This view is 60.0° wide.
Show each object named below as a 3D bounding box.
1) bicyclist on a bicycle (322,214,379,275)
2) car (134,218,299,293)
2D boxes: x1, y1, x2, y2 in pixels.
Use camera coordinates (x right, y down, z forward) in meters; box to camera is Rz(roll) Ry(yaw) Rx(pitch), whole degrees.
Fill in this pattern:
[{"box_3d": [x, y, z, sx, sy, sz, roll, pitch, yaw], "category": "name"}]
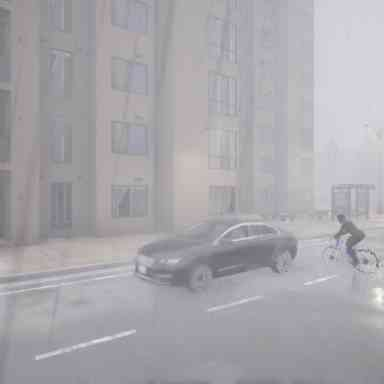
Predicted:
[{"box_3d": [4.406, 1.455, 9.412, 0.582, 1.620, 1.656, 0, -2, -37], "category": "bicyclist on a bicycle"}, {"box_3d": [0.849, 1.491, 8.984, 4.902, 1.511, 2.128, 0, 0, -36], "category": "car"}]
